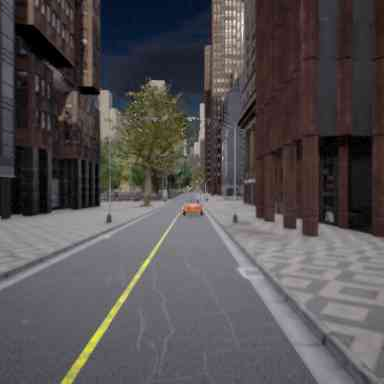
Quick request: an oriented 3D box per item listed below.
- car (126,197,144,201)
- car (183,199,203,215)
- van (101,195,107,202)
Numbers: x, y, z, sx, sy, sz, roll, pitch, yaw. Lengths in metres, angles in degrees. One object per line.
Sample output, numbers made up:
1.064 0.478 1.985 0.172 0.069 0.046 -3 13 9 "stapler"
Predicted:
-14.912 1.966 90.195 4.403 1.369 2.008 0 1 0 "car"
0.106 1.610 37.818 2.097 1.767 4.553 0 0 0 "car"
-25.963 1.816 90.262 3.998 1.788 1.690 0 1 0 "van"
